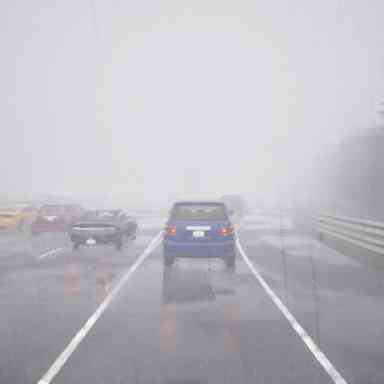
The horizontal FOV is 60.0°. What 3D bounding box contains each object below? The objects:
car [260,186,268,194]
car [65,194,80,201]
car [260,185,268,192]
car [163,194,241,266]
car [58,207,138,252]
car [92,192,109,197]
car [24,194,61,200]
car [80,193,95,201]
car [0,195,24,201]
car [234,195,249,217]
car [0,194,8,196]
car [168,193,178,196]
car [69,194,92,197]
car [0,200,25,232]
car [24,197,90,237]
[{"bbox_3d":[17.644,-0.210,81.228,2.033,1.411,5.357,0,3,11],"label":"car"},{"bbox_3d":[-28.303,1.322,78.904,1.882,1.535,5.008,0,0,-1],"label":"car"},{"bbox_3d":[19.703,-0.969,91.516,1.882,1.535,5.008,0,3,10],"label":"car"},{"bbox_3d":[0.308,1.227,11.695,2.150,2.045,5.566,0,0,3],"label":"car"},{"bbox_3d":[-3.484,1.498,13.928,2.128,1.511,4.902,0,0,0],"label":"car"},{"bbox_3d":[-21.304,1.070,78.999,2.150,2.045,5.566,0,0,-1],"label":"car"},{"bbox_3d":[-21.120,1.242,47.307,2.150,2.045,5.566,0,0,0],"label":"car"},{"bbox_3d":[-24.805,1.199,79.058,2.097,1.767,4.553,0,0,-1],"label":"car"},{"bbox_3d":[-24.616,1.567,47.341,2.033,1.411,5.357,0,0,0],"label":"car"},{"bbox_3d":[4.134,1.325,32.235,2.150,2.045,5.566,0,-1,17],"label":"car"},{"bbox_3d":[-28.110,1.241,47.204,2.150,2.045,5.566,0,0,0],"label":"car"},{"bbox_3d":[-3.696,1.133,68.607,2.150,2.045,5.566,0,0,-1],"label":"car"},{"bbox_3d":[-21.162,1.468,63.200,1.812,1.442,4.674,0,0,0],"label":"car"},{"bbox_3d":[-10.380,1.487,20.073,1.882,1.535,5.008,0,0,0],"label":"car"},{"bbox_3d":[-6.881,1.361,18.261,2.097,1.767,4.553,0,0,0],"label":"car"}]
